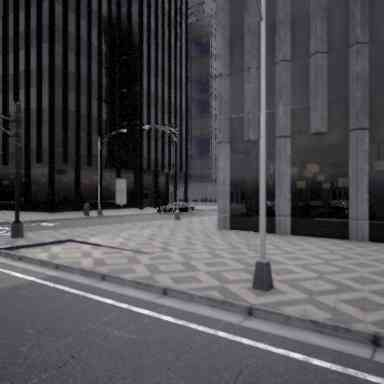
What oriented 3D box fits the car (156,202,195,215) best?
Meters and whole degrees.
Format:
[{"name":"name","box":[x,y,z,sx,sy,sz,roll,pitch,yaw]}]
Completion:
[{"name":"car","box":[-1.746,1.769,35.754,1.895,1.301,4.718,0,0,36]}]
